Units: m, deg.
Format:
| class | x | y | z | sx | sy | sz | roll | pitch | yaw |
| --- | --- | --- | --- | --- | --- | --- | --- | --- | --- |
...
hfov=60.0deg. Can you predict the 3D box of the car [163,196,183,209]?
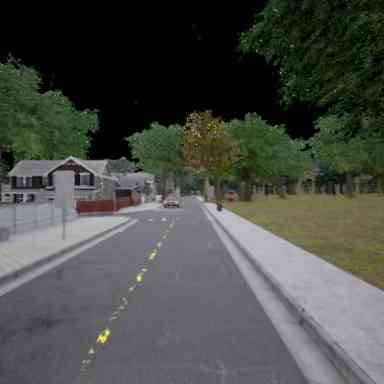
| class | x | y | z | sx | sy | sz | roll | pitch | yaw |
| --- | --- | --- | --- | --- | --- | --- | --- | --- | --- |
| car | -2.748 | 1.341 | 45.745 | 2.097 | 1.767 | 4.553 | 0 | -1 | 0 |
